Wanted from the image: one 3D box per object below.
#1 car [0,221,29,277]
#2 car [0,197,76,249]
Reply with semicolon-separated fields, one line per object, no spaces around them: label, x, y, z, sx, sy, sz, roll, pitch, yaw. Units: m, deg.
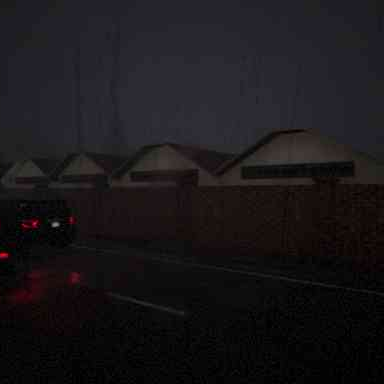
car;-6.755;1.544;8.748;5.357;1.411;2.033;0;0;36
car;-6.945;1.219;13.207;5.566;2.045;2.150;0;0;36
